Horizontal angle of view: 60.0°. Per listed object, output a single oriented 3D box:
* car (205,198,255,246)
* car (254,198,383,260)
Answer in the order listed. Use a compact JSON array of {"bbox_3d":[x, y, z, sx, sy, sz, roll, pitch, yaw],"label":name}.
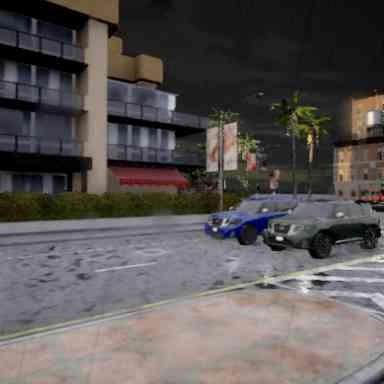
[{"bbox_3d":[3.271,1.315,16.114,5.566,2.045,2.150,1,-1,-35],"label":"car"},{"bbox_3d":[5.336,1.313,13.287,5.566,2.045,2.150,1,-1,-35],"label":"car"}]
